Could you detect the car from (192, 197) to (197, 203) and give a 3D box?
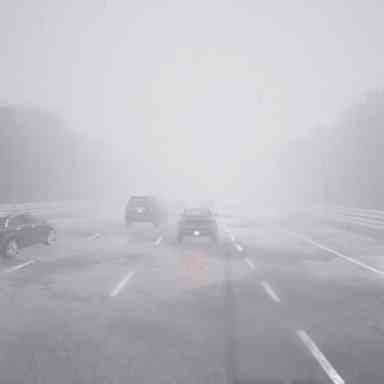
[{"bbox_3d":[1.096,1.646,66.412,2.033,1.411,5.357,0,0,8],"label":"car"}]

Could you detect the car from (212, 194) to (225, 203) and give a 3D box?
[{"bbox_3d":[5.689,1.690,73.527,1.994,1.385,4.181,0,0,9],"label":"car"}]

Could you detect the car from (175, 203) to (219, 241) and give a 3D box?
[{"bbox_3d":[0.293,1.528,16.843,1.837,1.490,4.892,0,0,2],"label":"car"}]

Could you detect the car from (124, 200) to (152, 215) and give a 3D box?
[{"bbox_3d":[-5.700,1.583,35.416,1.994,1.385,4.181,0,0,4],"label":"car"}]

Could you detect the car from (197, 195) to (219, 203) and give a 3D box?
[{"bbox_3d":[2.284,1.560,46.759,2.128,1.511,4.902,0,0,6],"label":"car"}]

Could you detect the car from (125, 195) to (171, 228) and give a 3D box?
[{"bbox_3d":[-2.992,1.235,22.705,2.150,2.045,5.566,0,0,3],"label":"car"}]

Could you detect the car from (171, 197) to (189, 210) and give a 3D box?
[{"bbox_3d":[-1.574,1.649,43.584,1.895,1.301,4.718,0,0,5],"label":"car"}]

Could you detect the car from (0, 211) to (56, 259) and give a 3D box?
[{"bbox_3d":[-6.837,1.491,12.471,1.837,1.490,4.892,0,0,2],"label":"car"}]
